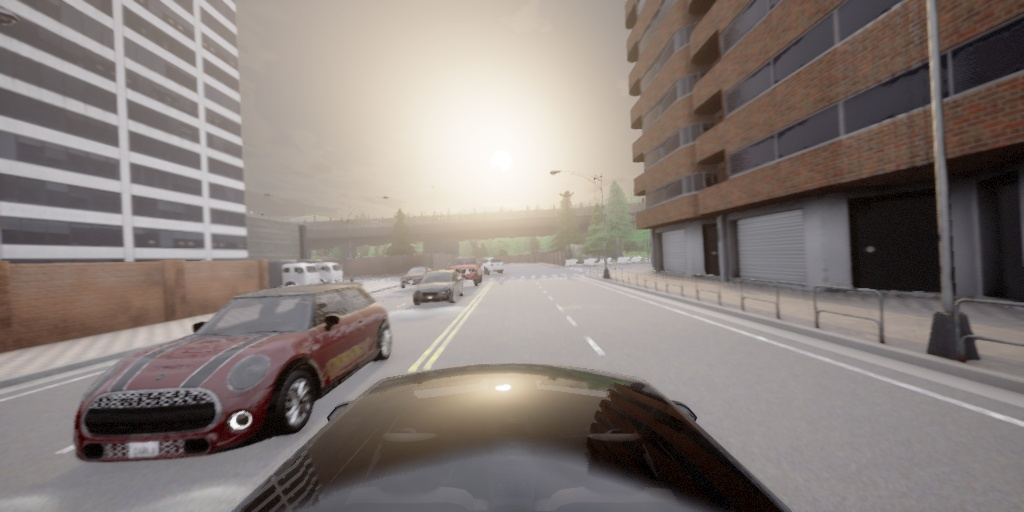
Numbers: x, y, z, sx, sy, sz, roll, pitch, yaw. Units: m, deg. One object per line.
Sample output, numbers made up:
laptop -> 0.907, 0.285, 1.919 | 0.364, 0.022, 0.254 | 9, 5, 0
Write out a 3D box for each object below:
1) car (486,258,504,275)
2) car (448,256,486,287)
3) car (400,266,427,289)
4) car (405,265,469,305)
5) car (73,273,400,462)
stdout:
car -> -3.220, 1.261, 43.751 | 2.150, 2.045, 5.566 | -2, -1, -37
car -> -3.482, 1.048, 27.088 | 2.150, 2.045, 5.566 | -3, 0, 0
car -> -6.962, 1.529, 27.126 | 1.812, 1.442, 4.674 | -3, 0, 0
car -> -3.561, 1.490, 18.001 | 1.837, 1.490, 4.892 | -3, 1, 0
car -> -3.621, 1.303, 5.747 | 2.097, 1.767, 4.553 | -3, 0, 0
